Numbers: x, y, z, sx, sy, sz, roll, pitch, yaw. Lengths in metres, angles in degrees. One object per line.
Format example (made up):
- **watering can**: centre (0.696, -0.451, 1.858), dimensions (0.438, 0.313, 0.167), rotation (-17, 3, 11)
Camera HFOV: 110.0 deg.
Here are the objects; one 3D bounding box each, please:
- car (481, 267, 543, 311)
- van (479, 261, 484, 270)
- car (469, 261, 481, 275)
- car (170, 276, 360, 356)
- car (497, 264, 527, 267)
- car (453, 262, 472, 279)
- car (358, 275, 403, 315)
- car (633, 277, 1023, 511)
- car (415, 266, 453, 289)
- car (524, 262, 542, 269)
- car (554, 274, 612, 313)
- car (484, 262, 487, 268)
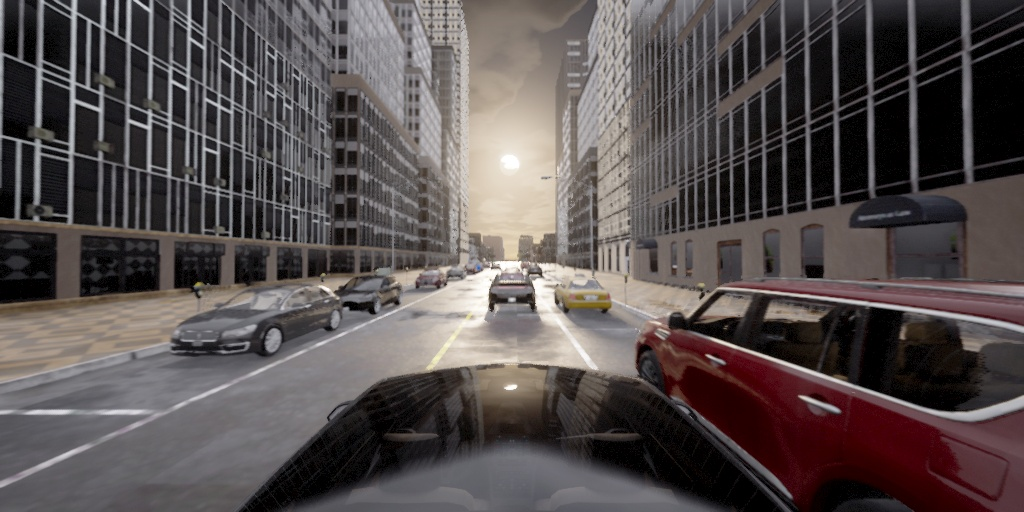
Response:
- **car**: centre (0.020, 1.385, 15.346), dimensions (2.128, 1.511, 4.902), rotation (0, 0, 1)
- **van**: centre (-5.697, 1.621, 54.201), dimensions (1.690, 1.789, 3.998), rotation (0, 0, 0)
- **car**: centre (-5.696, 1.769, 48.509), dimensions (1.888, 1.381, 4.507), rotation (0, 0, 0)
- **car**: centre (-5.691, 1.374, 8.665), dimensions (2.007, 1.370, 4.403), rotation (0, 0, 0)
- **car**: centre (0.019, 1.609, 30.383), dimensions (1.994, 1.385, 4.181), rotation (0, 0, 1)
- **car**: centre (-5.695, 1.662, 37.125), dimensions (2.007, 1.370, 4.403), rotation (0, 0, 0)
- **car**: centre (-5.692, 1.448, 14.357), dimensions (1.948, 1.339, 4.313), rotation (0, 0, 0)
- **car**: centre (2.690, 1.078, 2.962), dimensions (2.192, 1.841, 5.009), rotation (0, 0, 0)
- **car**: centre (-5.693, 1.580, 25.740), dimensions (1.802, 1.307, 4.207), rotation (0, 0, 0)
- **car**: centre (2.685, 1.734, 42.805), dimensions (1.948, 1.339, 4.313), rotation (0, 0, 0)
- **car**: centre (2.689, 1.407, 14.515), dimensions (1.751, 1.417, 4.829), rotation (0, 0, 0)
- **car**: centre (-5.697, 1.917, 59.893), dimensions (1.802, 1.307, 4.207), rotation (0, 0, 0)
